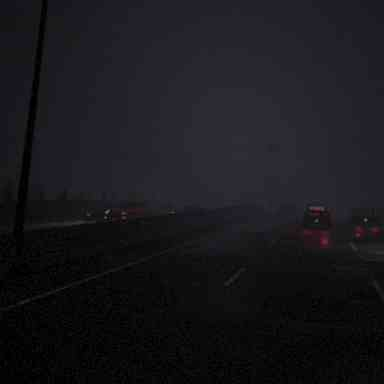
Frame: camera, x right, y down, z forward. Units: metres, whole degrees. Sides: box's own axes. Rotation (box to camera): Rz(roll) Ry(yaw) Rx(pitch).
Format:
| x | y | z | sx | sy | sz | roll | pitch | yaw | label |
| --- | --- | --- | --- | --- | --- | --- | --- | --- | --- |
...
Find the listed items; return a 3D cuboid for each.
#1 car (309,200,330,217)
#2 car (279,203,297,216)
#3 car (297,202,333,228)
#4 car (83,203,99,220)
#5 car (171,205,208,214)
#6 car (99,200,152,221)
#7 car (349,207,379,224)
| x | y | z | sx | sy | sz | roll | pitch | yaw | label |
| --- | --- | --- | --- | --- | --- | --- | --- | --- | --- |
| 14.390 | 1.884 | 37.597 | 2.097 | 1.767 | 4.553 | 0 | -2 | 21 | car |
| 11.689 | 2.070 | 40.312 | 1.882 | 1.535 | 5.008 | 0 | -3 | 21 | car |
| 9.226 | 1.746 | 24.490 | 2.128 | 1.511 | 4.902 | 0 | 0 | 21 | car |
| -7.682 | 1.669 | 29.847 | 2.128 | 1.511 | 4.902 | 0 | -1 | 22 | car |
| -0.182 | 1.830 | 29.786 | 1.895 | 1.301 | 4.718 | 0 | 0 | 22 | car |
| -5.067 | 1.524 | 26.937 | 2.097 | 1.767 | 4.553 | 0 | 0 | 22 | car |
| 14.340 | 1.918 | 27.933 | 1.895 | 1.301 | 4.718 | 0 | 0 | 21 | car |
